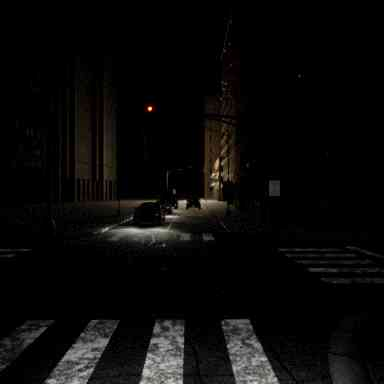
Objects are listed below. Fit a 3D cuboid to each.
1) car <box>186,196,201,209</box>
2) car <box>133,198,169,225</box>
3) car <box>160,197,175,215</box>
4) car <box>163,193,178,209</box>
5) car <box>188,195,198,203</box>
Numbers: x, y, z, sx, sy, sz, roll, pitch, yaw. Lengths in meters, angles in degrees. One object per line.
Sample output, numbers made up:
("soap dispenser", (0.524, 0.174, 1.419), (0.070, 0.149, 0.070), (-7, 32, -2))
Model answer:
("car", (0.189, 1.526, 45.525), (1.812, 1.442, 4.674), (0, 0, 0))
("car", (-3.056, 1.479, 24.395), (1.882, 1.535, 5.008), (0, 0, 0))
("car", (-3.040, 1.527, 34.359), (1.812, 1.442, 4.674), (0, 0, 0))
("car", (-3.007, 1.222, 45.069), (2.150, 2.045, 5.566), (0, 0, 1))
("car", (0.213, 1.476, 67.871), (1.882, 1.535, 5.008), (0, 0, 0))
